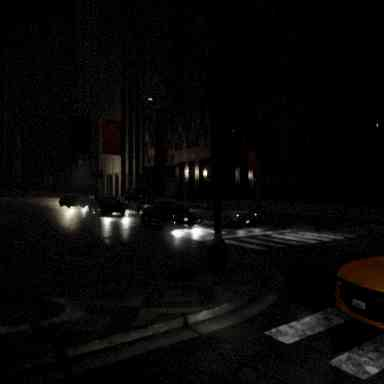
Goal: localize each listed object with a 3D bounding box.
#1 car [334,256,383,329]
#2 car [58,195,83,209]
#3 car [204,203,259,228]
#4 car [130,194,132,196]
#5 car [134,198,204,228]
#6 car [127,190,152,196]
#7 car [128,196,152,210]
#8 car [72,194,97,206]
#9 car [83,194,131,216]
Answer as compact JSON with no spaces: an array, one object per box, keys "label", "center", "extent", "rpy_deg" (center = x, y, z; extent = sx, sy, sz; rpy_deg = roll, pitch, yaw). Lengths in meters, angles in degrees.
[{"label":"car","center":[4.952,1.462,5.974],"extent":[5.008,1.535,1.882],"rpy_deg":[0,-1,-19]},{"label":"car","center":[-13.408,1.035,37.097],"extent":[2.033,1.411,5.357],"rpy_deg":[0,1,-35]},{"label":"car","center":[1.919,1.375,20.883],"extent":[1.895,1.301,4.718],"rpy_deg":[0,1,-36]},{"label":"car","center":[-8.569,1.143,35.856],"extent":[1.895,1.301,4.718],"rpy_deg":[0,1,-35]},{"label":"car","center":[-1.489,1.314,20.056],"extent":[1.994,1.385,4.181],"rpy_deg":[0,1,-35]},{"label":"car","center":[-7.562,0.680,46.083],"extent":[2.150,2.045,5.566],"rpy_deg":[0,1,-35]},{"label":"car","center":[-3.352,1.257,28.387],"extent":[1.895,1.301,4.718],"rpy_deg":[0,1,-35]},{"label":"car","center":[-14.229,1.019,43.988],"extent":[1.895,1.301,4.718],"rpy_deg":[0,1,-35]},{"label":"car","center":[-7.340,1.098,28.421],"extent":[1.882,1.535,5.008],"rpy_deg":[0,1,-35]}]
